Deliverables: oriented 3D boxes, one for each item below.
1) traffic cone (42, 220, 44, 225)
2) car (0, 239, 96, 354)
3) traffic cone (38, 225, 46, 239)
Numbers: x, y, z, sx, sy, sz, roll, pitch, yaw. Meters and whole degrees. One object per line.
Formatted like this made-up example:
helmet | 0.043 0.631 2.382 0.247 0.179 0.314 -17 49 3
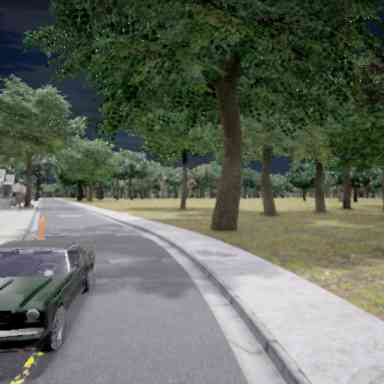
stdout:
traffic cone | -9.499 2.108 21.168 0.340 0.580 0.340 0 -1 -24
car | -3.044 1.649 6.201 1.895 1.301 4.718 0 0 -9
traffic cone | -7.594 2.077 16.702 0.340 0.580 0.340 0 0 -21
